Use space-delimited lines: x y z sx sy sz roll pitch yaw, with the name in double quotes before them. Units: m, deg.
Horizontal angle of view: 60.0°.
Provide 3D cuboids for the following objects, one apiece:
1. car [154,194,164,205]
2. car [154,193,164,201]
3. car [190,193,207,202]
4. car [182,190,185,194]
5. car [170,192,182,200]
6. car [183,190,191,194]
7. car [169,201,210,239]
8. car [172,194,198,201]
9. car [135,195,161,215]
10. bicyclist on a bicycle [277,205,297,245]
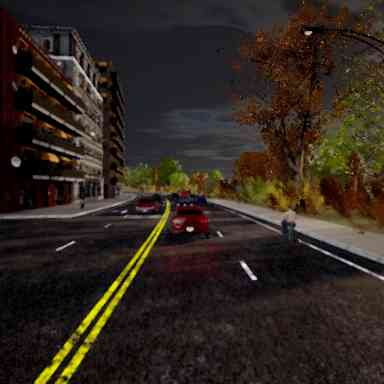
"car" -5.193 1.106 49.419 1.837 1.490 4.892 0 0 -4
"car" -6.517 1.020 65.946 2.033 1.411 5.357 0 1 -5
"car" 1.223 1.125 53.050 1.994 1.385 4.181 0 1 -4
"car" -1.405 0.557 79.324 2.150 2.045 5.566 0 1 -7
"car" -3.709 0.913 70.584 1.837 1.490 4.892 0 1 -6
"car" -0.129 0.926 67.560 2.128 1.511 4.902 0 0 -5
"car" -0.142 1.394 16.466 1.812 1.442 4.674 0 0 -1
"car" -0.800 1.273 33.985 2.033 1.411 5.357 0 0 -3
"car" -4.090 1.283 30.421 1.812 1.442 4.674 0 0 -3
"bicyclist on a bicycle" 4.001 1.324 13.753 0.866 1.612 1.509 0 0 -1
